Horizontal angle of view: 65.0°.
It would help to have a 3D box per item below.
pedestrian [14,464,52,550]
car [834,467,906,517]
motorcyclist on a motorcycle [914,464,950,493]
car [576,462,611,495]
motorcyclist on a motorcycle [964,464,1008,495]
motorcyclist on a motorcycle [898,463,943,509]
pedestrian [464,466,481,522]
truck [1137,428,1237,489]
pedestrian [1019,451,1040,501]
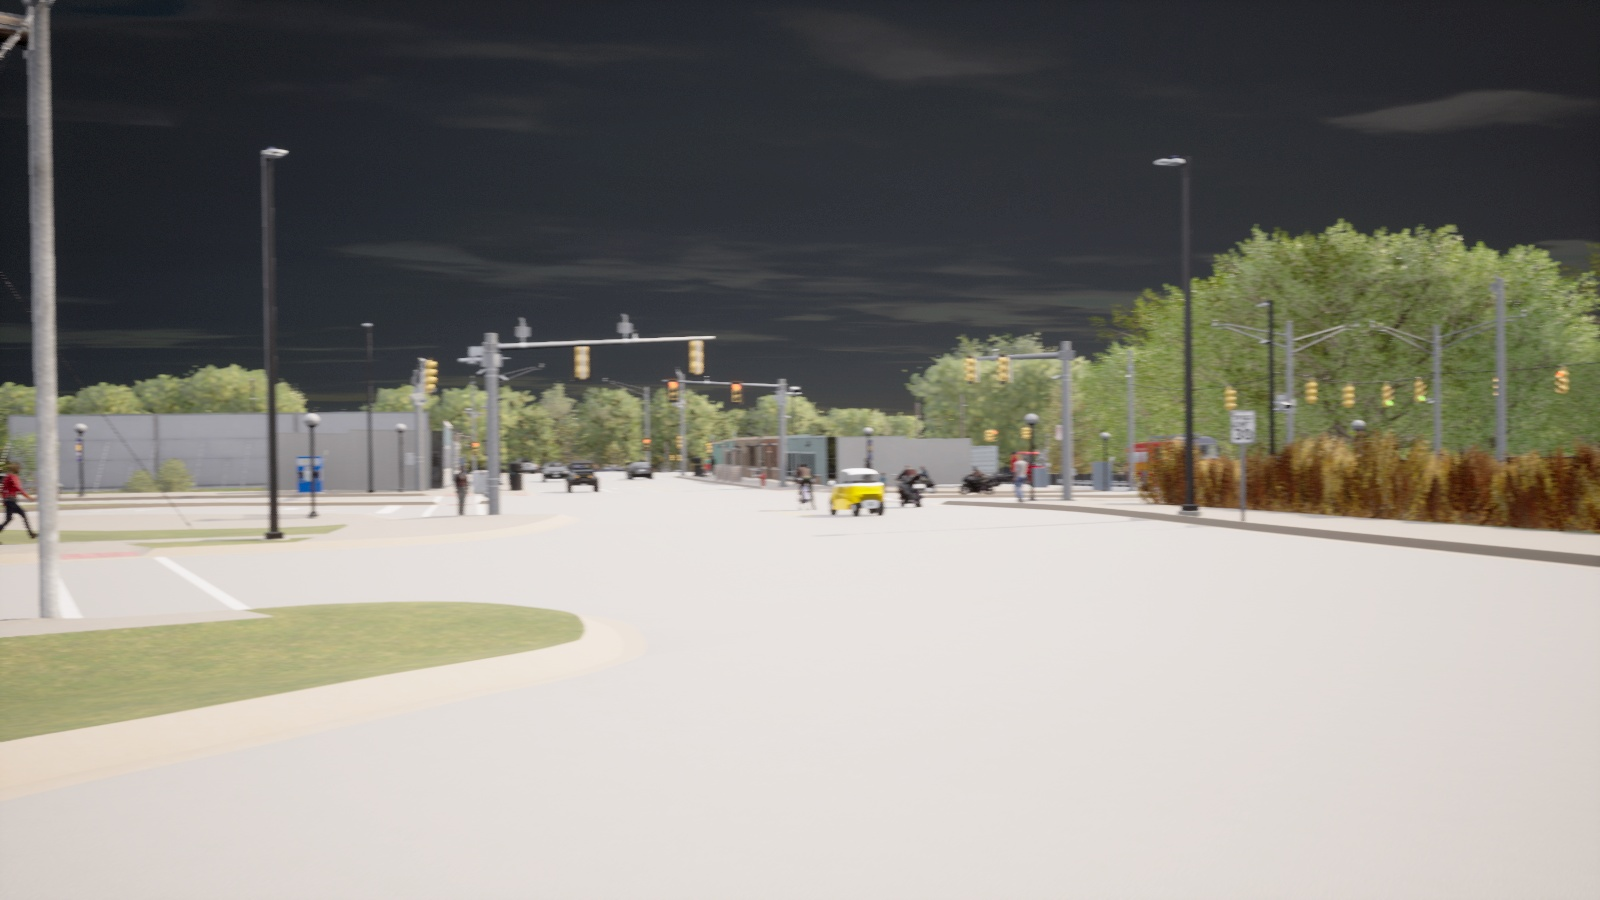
[{"bbox_3d":[-16.911,1.252,27.692,0.636,1.846,0.331,-2,1,-39],"label":"pedestrian"},{"bbox_3d":[2.029,1.206,36.773,1.481,1.376,2.207,-2,-1,-14],"label":"car"},{"bbox_3d":[7.397,1.615,70.447,1.817,1.590,0.866,0,-1,-11],"label":"motorcyclist on a motorcycle"},{"bbox_3d":[-12.505,1.697,75.847,1.905,1.878,3.866,-1,0,-12],"label":"car"},{"bbox_3d":[9.395,1.491,63.272,2.044,1.523,0.797,0,0,-18],"label":"motorcyclist on a motorcycle"},{"bbox_3d":[4.141,1.242,43.466,0.866,1.530,2.191,-1,-1,-13],"label":"motorcyclist on a motorcycle"},{"bbox_3d":[-11.612,1.546,44.485,0.402,1.930,0.666,-2,1,-26],"label":"pedestrian"},{"bbox_3d":[26.099,0.659,85.166,2.891,3.827,8.468,-2,-1,-9],"label":"truck"},{"bbox_3d":[8.545,0.954,46.802,0.354,1.836,0.706,-2,1,-32],"label":"pedestrian"}]
